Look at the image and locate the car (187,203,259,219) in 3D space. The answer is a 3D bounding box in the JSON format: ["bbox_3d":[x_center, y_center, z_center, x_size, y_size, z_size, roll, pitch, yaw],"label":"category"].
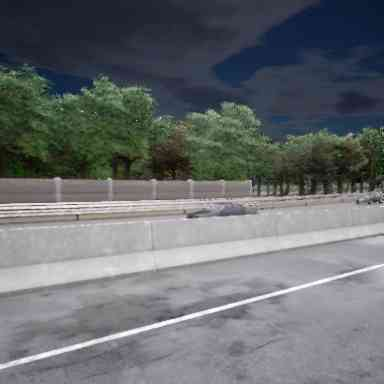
[{"bbox_3d":[2.209,1.470,22.627,5.357,1.411,2.033,-1,0,-35],"label":"car"}]

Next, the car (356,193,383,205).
[{"bbox_3d":[24.029,0.897,44.931,4.902,1.511,2.128,-2,1,-36],"label":"car"}]
